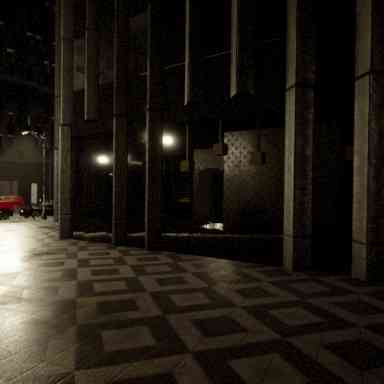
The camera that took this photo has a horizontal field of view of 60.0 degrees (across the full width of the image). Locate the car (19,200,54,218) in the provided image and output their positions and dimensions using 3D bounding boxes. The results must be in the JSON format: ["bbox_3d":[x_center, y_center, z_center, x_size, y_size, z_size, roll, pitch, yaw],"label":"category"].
[{"bbox_3d":[-13.895,1.743,31.242,1.947,1.339,4.313,1,0,35],"label":"car"}]

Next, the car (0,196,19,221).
[{"bbox_3d":[-17.147,1.463,26.631,2.192,1.841,5.009,1,0,35],"label":"car"}]

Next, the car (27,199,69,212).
[{"bbox_3d":[-17.596,1.634,40.776,1.947,1.339,4.313,1,0,35],"label":"car"}]

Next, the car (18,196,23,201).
[{"bbox_3d":[-20.848,1.354,36.167,2.192,1.841,5.009,1,0,35],"label":"car"}]
